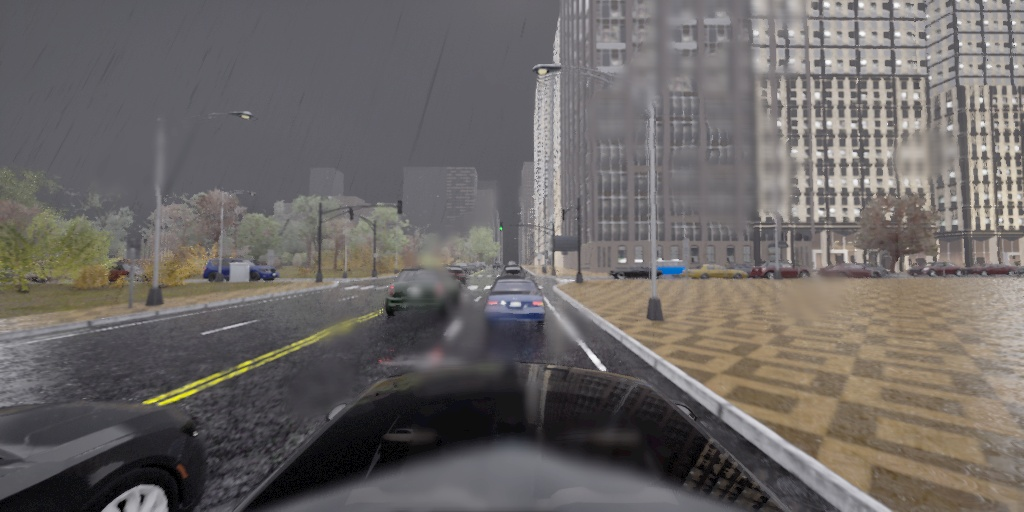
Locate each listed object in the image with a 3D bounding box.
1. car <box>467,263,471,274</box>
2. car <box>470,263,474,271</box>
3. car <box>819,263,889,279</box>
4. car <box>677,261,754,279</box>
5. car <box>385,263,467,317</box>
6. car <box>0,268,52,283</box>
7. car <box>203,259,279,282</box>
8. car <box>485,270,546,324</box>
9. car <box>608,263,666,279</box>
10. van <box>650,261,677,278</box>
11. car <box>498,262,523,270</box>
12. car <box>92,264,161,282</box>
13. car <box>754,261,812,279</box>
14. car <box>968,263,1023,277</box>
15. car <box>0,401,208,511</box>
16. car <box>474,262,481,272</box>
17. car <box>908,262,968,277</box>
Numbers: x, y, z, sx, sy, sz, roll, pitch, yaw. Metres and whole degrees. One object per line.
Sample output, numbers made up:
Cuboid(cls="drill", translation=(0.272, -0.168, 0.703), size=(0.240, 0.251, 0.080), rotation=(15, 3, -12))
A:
Cuboid(cls="car", translation=(-4.794, 1.448, 27.330), size=(1.837, 1.490, 4.892), rotation=(1, 0, -20))
Cuboid(cls="car", translation=(-6.598, 1.612, 47.584), size=(1.882, 1.535, 5.008), rotation=(0, -1, 0))
Cuboid(cls="car", translation=(27.316, 1.267, 29.048), size=(4.207, 1.307, 1.802), rotation=(0, 0, -1))
Cuboid(cls="car", translation=(16.317, 1.265, 28.911), size=(4.829, 1.417, 1.751), rotation=(0, 0, -1))
Cuboid(cls="car", translation=(-3.153, 1.181, 13.769), size=(2.097, 1.767, 4.553), rotation=(0, 0, 0))
Cuboid(cls="car", translation=(-42.875, 1.698, 30.686), size=(5.357, 1.411, 2.033), rotation=(0, -2, 1))
Cuboid(cls="car", translation=(-23.151, 1.255, 30.727), size=(5.566, 2.045, 2.150), rotation=(0, -2, -1))
Cuboid(cls="car", translation=(0.096, 1.365, 12.178), size=(2.033, 1.411, 5.357), rotation=(0, 0, 0))
Cuboid(cls="car", translation=(11.703, 1.558, 34.300), size=(4.718, 1.301, 1.895), rotation=(0, -2, 0))
Cuboid(cls="van", translation=(15.935, 1.370, 36.927), size=(3.998, 1.789, 1.690), rotation=(0, 0, -1))
Cuboid(cls="car", translation=(0.091, 1.453, 27.903), size=(1.837, 1.490, 4.892), rotation=(0, 0, 0))
Cuboid(cls="car", translation=(-32.931, 1.442, 30.641), size=(4.553, 1.767, 2.097), rotation=(0, -2, 0))
Cuboid(cls="car", translation=(21.731, 1.152, 28.978), size=(4.097, 1.591, 1.967), rotation=(0, 0, -1))
Cuboid(cls="car", translation=(49.496, 1.420, 37.346), size=(4.507, 1.381, 1.888), rotation=(0, 0, -1))
Cuboid(cls="car", translation=(-3.150, 1.247, 0.611), size=(1.837, 1.490, 4.892), rotation=(0, -1, 0))
Cuboid(cls="car", translation=(-6.580, 1.796, 56.801), size=(1.994, 1.385, 4.181), rotation=(0, -1, 0))
Cuboid(cls="car", translation=(43.902, 1.339, 37.277), size=(4.097, 1.591, 1.967), rotation=(0, 0, -1))
